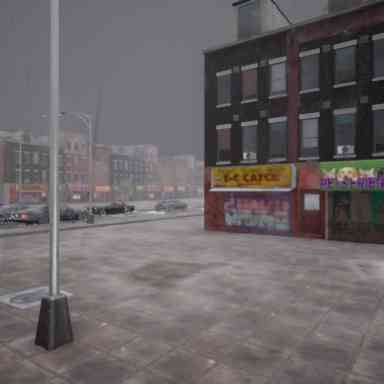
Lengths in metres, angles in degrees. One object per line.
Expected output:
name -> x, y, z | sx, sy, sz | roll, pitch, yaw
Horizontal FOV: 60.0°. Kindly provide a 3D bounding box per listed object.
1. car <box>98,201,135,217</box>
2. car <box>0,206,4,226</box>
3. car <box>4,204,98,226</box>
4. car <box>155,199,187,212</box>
car -> -7.538, 1.516, 30.503 | 1.895, 1.301, 4.718 | 0, 0, 36
car -> -12.580, 1.512, 23.367 | 1.994, 1.385, 4.181 | 0, 0, 36
car -> -9.394, 1.499, 22.656 | 2.033, 1.411, 5.357 | 0, 0, 34
car -> -2.347, 1.447, 37.850 | 1.994, 1.385, 4.181 | 0, 0, 35
